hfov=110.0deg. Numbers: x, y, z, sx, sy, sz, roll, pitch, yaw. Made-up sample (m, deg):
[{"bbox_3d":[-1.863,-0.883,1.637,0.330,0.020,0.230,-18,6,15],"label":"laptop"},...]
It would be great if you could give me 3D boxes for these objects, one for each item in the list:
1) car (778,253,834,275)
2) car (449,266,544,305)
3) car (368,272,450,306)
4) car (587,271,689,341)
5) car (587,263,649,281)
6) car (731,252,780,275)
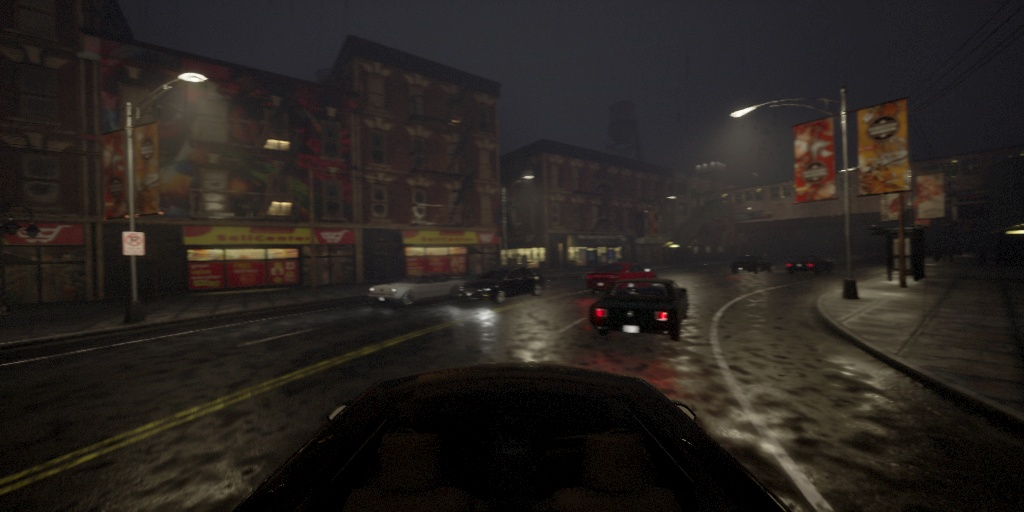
[{"bbox_3d":[22.389,0.639,26.955,5.357,1.411,2.033,-2,0,-36],"label":"car"},{"bbox_3d":[-0.317,1.260,16.468,1.837,1.490,4.892,-2,0,36],"label":"car"},{"bbox_3d":[-4.269,1.471,16.909,1.895,1.301,4.718,-2,0,33],"label":"car"},{"bbox_3d":[3.609,1.243,9.606,1.895,1.301,4.718,-2,0,29],"label":"car"},{"bbox_3d":[5.590,1.060,17.911,1.882,1.535,5.008,-2,0,42],"label":"car"},{"bbox_3d":[19.627,0.676,29.233,4.892,1.490,1.837,-2,0,-37],"label":"car"}]
